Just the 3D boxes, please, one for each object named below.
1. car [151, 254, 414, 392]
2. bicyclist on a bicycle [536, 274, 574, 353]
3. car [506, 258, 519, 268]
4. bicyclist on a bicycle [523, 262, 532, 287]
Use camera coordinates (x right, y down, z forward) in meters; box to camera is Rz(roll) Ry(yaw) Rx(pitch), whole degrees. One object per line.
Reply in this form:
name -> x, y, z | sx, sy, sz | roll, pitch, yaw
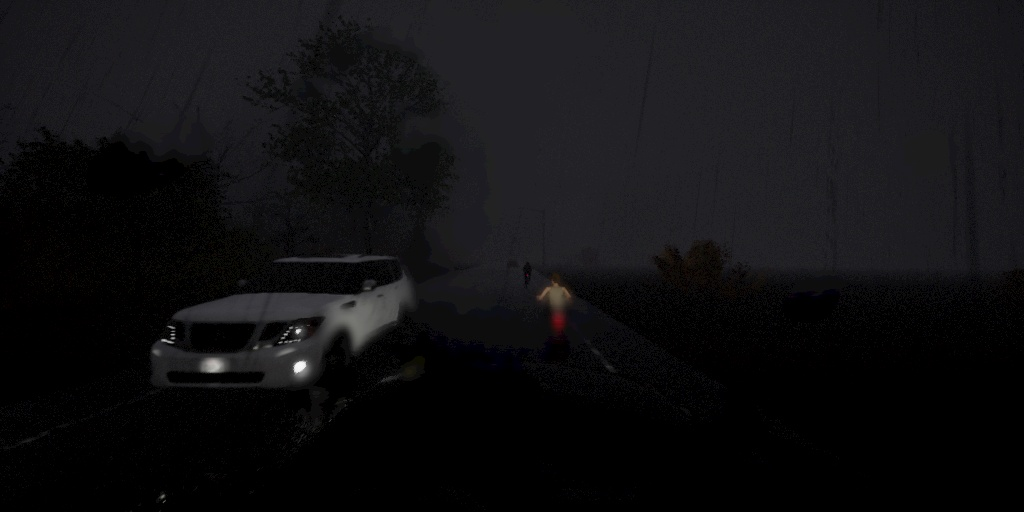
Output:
car -> -3.599, 0.972, 7.080 | 2.150, 2.045, 5.566 | 0, 0, 0
bicyclist on a bicycle -> 0.962, 1.188, 7.865 | 0.866, 1.612, 1.509 | 0, 0, 0
car -> 0.101, 1.244, 60.953 | 1.837, 1.490, 4.892 | 0, 1, 0
bicyclist on a bicycle -> 0.962, 1.204, 22.213 | 0.582, 1.620, 1.656 | 0, 0, 0
